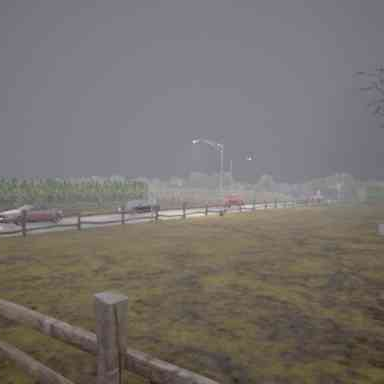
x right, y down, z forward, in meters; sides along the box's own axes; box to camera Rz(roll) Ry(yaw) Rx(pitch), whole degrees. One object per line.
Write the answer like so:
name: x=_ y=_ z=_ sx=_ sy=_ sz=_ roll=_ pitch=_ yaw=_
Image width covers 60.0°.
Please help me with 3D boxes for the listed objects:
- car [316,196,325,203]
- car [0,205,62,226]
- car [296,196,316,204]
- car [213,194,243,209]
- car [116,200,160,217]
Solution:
car: x=28.535 y=1.687 z=75.254 sx=1.882 sy=1.535 sz=5.008 roll=2 pitch=1 yaw=36
car: x=-11.579 y=1.615 z=23.986 sx=1.994 sy=1.385 sz=4.181 roll=2 pitch=1 yaw=36
car: x=22.417 y=1.651 z=66.567 sx=2.128 sy=1.511 sz=4.902 roll=2 pitch=1 yaw=36
car: x=5.221 y=1.250 z=47.424 sx=2.150 sy=2.045 sz=5.566 roll=2 pitch=1 yaw=36
car: x=-5.265 y=1.531 z=32.808 sx=2.128 sy=1.511 sz=4.902 roll=2 pitch=1 yaw=36
